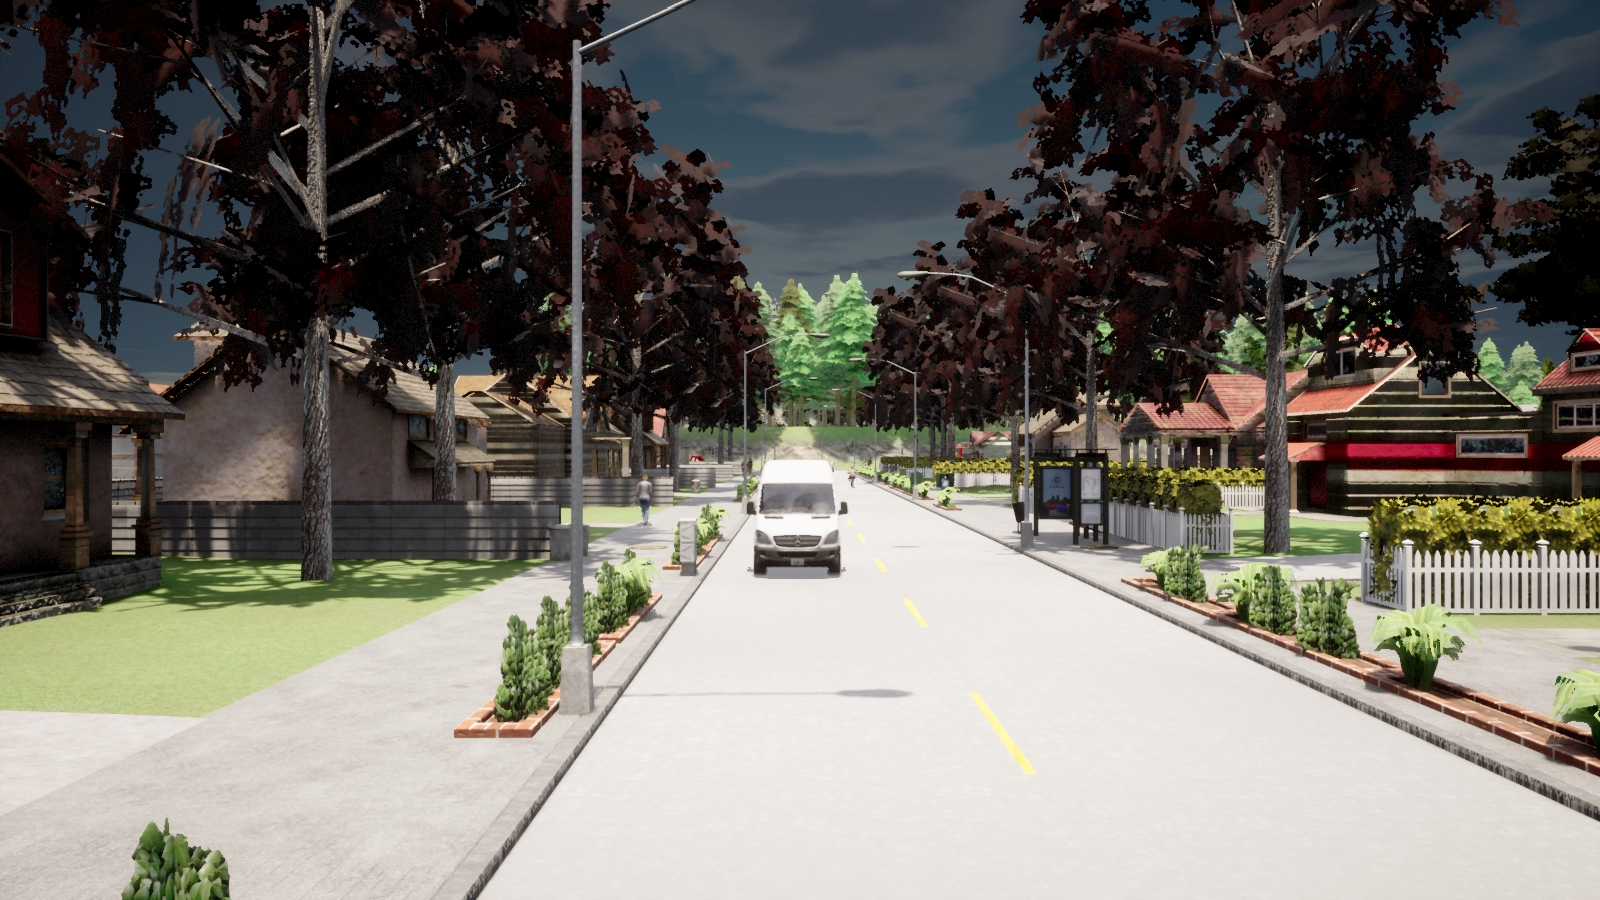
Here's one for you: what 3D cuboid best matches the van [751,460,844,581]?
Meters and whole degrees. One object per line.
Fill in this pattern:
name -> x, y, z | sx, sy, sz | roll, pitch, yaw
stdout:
van -> -0.057, 1.534, 27.488 | 1.988, 2.561, 5.915 | 0, 0, 0

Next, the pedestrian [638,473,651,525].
pedestrian -> -5.528, 1.743, 40.644 | 0.375, 1.860, 0.375 | 0, 0, 2
